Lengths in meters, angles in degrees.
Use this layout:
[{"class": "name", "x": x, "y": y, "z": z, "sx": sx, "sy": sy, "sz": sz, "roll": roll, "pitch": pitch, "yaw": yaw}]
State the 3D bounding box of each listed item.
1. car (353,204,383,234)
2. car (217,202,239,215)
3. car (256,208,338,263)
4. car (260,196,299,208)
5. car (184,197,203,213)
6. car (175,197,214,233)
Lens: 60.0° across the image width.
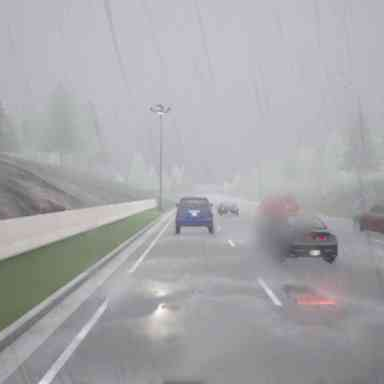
[{"class": "car", "x": 10.625, "y": 1.417, "z": 17.918, "sx": 2.097, "sy": 1.767, "sz": 4.553, "roll": 0, "pitch": 0, "yaw": 0}, {"class": "car", "x": 3.650, "y": 1.716, "z": 34.782, "sx": 1.895, "sy": 1.301, "sz": 4.718, "roll": 0, "pitch": 0, "yaw": 0}, {"class": "car", "x": 3.620, "y": 1.547, "z": 12.194, "sx": 1.837, "sy": 1.490, "sz": 4.892, "roll": 0, "pitch": 0, "yaw": 0}, {"class": "car", "x": 7.137, "y": 1.315, "z": 27.459, "sx": 2.150, "sy": 2.045, "sz": 5.566, "roll": 0, "pitch": 0, "yaw": 0}, {"class": "car", "x": 0.180, "y": 1.482, "z": 40.144, "sx": 2.097, "sy": 1.767, "sz": 4.553, "roll": 0, "pitch": 0, "yaw": 1}, {"class": "car", "x": 0.129, "y": 1.289, "z": 20.434, "sx": 2.150, "sy": 2.045, "sz": 5.566, "roll": 0, "pitch": 0, "yaw": 0}]
